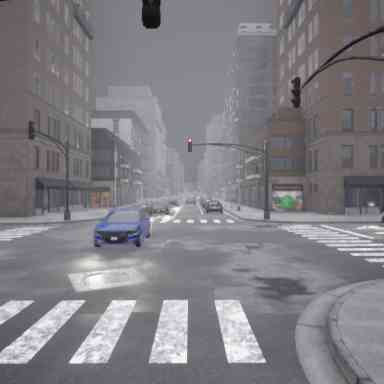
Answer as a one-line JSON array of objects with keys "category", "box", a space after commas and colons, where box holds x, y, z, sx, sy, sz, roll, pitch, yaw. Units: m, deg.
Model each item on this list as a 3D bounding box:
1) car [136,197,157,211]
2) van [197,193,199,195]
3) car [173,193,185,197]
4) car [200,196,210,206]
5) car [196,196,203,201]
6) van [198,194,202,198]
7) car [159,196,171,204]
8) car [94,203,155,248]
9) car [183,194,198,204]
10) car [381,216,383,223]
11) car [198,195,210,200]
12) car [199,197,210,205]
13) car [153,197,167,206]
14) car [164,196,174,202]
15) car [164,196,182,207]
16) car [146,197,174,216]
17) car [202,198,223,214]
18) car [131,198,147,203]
[{"category": "car", "box": [-5.649, 1.485, 41.706, 1.967, 1.590, 4.097, 0, 0, 0]}, {"category": "van", "box": [2.431, 1.445, 69.244, 1.690, 1.788, 3.998, 0, 0, 0]}, {"category": "car", "box": [-2.958, 1.268, 67.923, 1.994, 1.385, 4.181, 0, 0, 0]}, {"category": "car", "box": [2.387, 1.636, 47.201, 1.802, 1.307, 4.206, 0, 0, 0]}, {"category": "car", "box": [2.063, 1.688, 90.147, 1.812, 1.442, 4.674, 0, 0, 0]}, {"category": "van", "box": [2.409, 1.418, 58.222, 1.690, 1.788, 3.998, 0, 0, 0]}, {"category": "car", "box": [-5.594, 1.544, 69.259, 1.967, 1.590, 4.097, 0, 0, 0]}, {"category": "car", "box": [-2.972, 1.483, 14.985, 1.882, 1.535, 5.008, 0, 0, -1]}, {"category": "car", "box": [-0.217, 1.654, 63.746, 1.994, 1.385, 4.181, 0, 0, 0]}, {"category": "car", "box": [14.200, 1.509, 20.691, 4.181, 1.385, 1.994, 0, 0, 0]}, {"category": "car", "box": [2.398, 1.631, 52.711, 1.947, 1.339, 4.313, 0, 0, 0]}, {"category": "car", "box": [2.420, 1.640, 63.733, 2.008, 1.369, 4.403, 0, 0, 0]}, {"category": "car", "box": [-5.616, 1.627, 58.238, 2.008, 1.369, 4.403, 0, 0, 0]}, {"category": "car", "box": [-5.572, 1.685, 80.281, 2.008, 1.369, 4.403, 0, 0, 0]}, {"category": "car", "box": [-3.083, 1.665, 52.392, 1.895, 1.301, 4.718, 0, 0, 0]}, {"category": "car", "box": [-3.130, 1.537, 33.311, 1.837, 1.490, 4.892, 0, 0, 0]}, {"category": "car", "box": [2.365, 1.602, 36.178, 1.947, 1.339, 4.313, 0, 0, 0]}, {"category": "car", "box": [-5.660, 1.476, 36.195, 1.967, 1.590, 4.097, 0, 0, 0]}]
